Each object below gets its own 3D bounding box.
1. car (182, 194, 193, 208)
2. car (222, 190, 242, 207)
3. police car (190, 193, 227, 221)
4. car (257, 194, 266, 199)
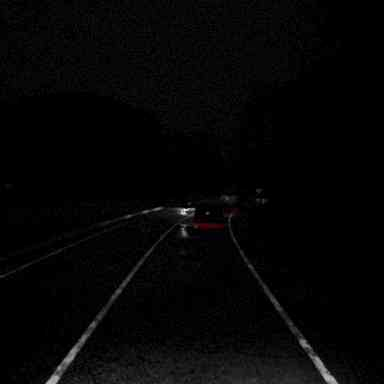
[{"bbox_3d":[0.282,1.006,37.520,1.837,1.490,4.892,1,1,14],"label":"car"},{"bbox_3d":[4.985,0.755,42.078,2.150,2.045,5.566,2,1,16],"label":"car"},{"bbox_3d":[1.353,1.154,24.460,1.930,1.638,5.238,1,1,7],"label":"police car"},{"bbox_3d":[16.232,0.746,74.925,1.837,1.490,4.892,4,2,33],"label":"car"}]
